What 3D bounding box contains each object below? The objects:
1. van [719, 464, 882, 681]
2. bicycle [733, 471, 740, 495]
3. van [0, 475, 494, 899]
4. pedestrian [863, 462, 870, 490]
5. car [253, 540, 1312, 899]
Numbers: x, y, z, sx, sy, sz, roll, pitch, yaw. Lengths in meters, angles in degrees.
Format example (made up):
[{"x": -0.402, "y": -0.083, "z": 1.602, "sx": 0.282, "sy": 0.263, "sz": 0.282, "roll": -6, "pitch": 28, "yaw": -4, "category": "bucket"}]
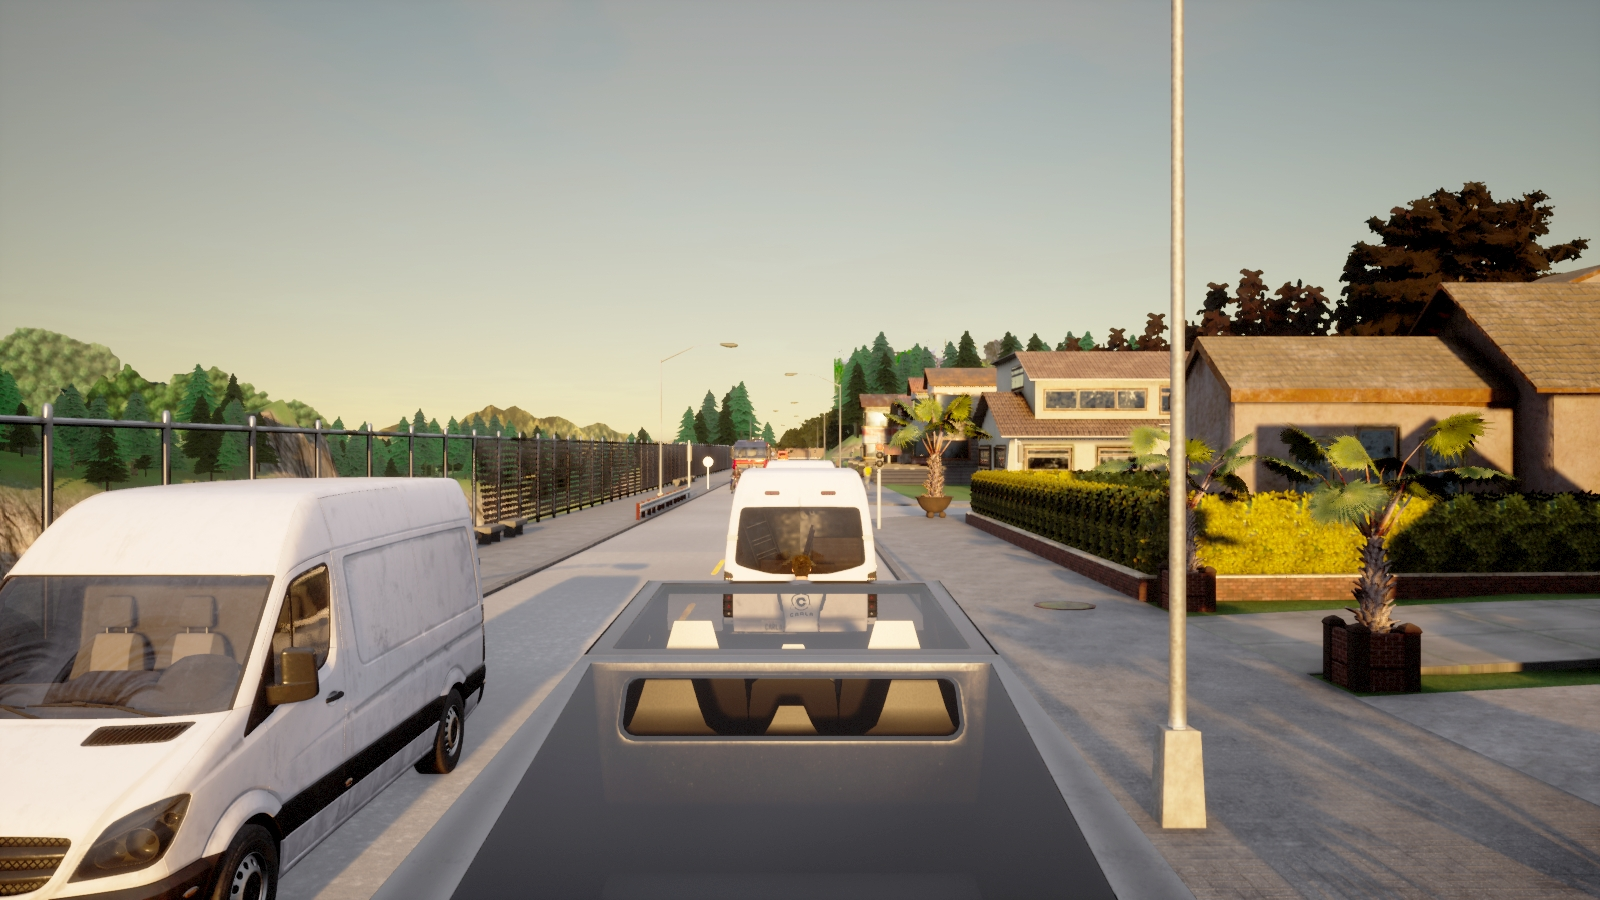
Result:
[{"x": 0.009, "y": 1.528, "z": 16.844, "sx": 1.988, "sy": 2.561, "sz": 5.915, "roll": 0, "pitch": 0, "yaw": 0, "category": "van"}, {"x": -3.968, "y": 2.032, "z": 71.211, "sx": 0.329, "sy": 1.471, "sz": 1.835, "roll": 0, "pitch": 0, "yaw": 0, "category": "bicycle"}, {"x": -3.993, "y": 1.531, "z": 8.228, "sx": 1.988, "sy": 2.561, "sz": 5.915, "roll": 0, "pitch": 0, "yaw": 0, "category": "van"}, {"x": 4.473, "y": 1.714, "z": 76.654, "sx": 0.375, "sy": 1.860, "sz": 0.375, "roll": 0, "pitch": 0, "yaw": -9, "category": "pedestrian"}, {"x": -0.034, "y": 1.751, "z": 5.716, "sx": 2.390, "sy": 2.098, "sz": 6.274, "roll": 0, "pitch": 0, "yaw": 0, "category": "car"}]
